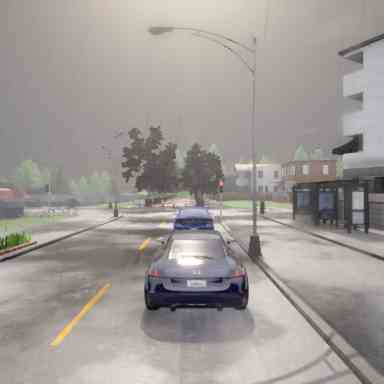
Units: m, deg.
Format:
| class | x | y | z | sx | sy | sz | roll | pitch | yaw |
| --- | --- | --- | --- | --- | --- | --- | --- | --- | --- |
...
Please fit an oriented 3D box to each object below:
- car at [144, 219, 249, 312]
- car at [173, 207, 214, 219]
| class | x | y | z | sx | sy | sz | roll | pitch | yaw |
| --- | --- | --- | --- | --- | --- | --- | --- | --- | --- |
| car | 0.090 | 1.564 | 7.808 | 1.994 | 1.385 | 4.181 | 0 | 0 | 0 |
| car | 0.080 | 1.478 | 16.791 | 1.882 | 1.535 | 5.008 | 0 | 0 | 0 |
